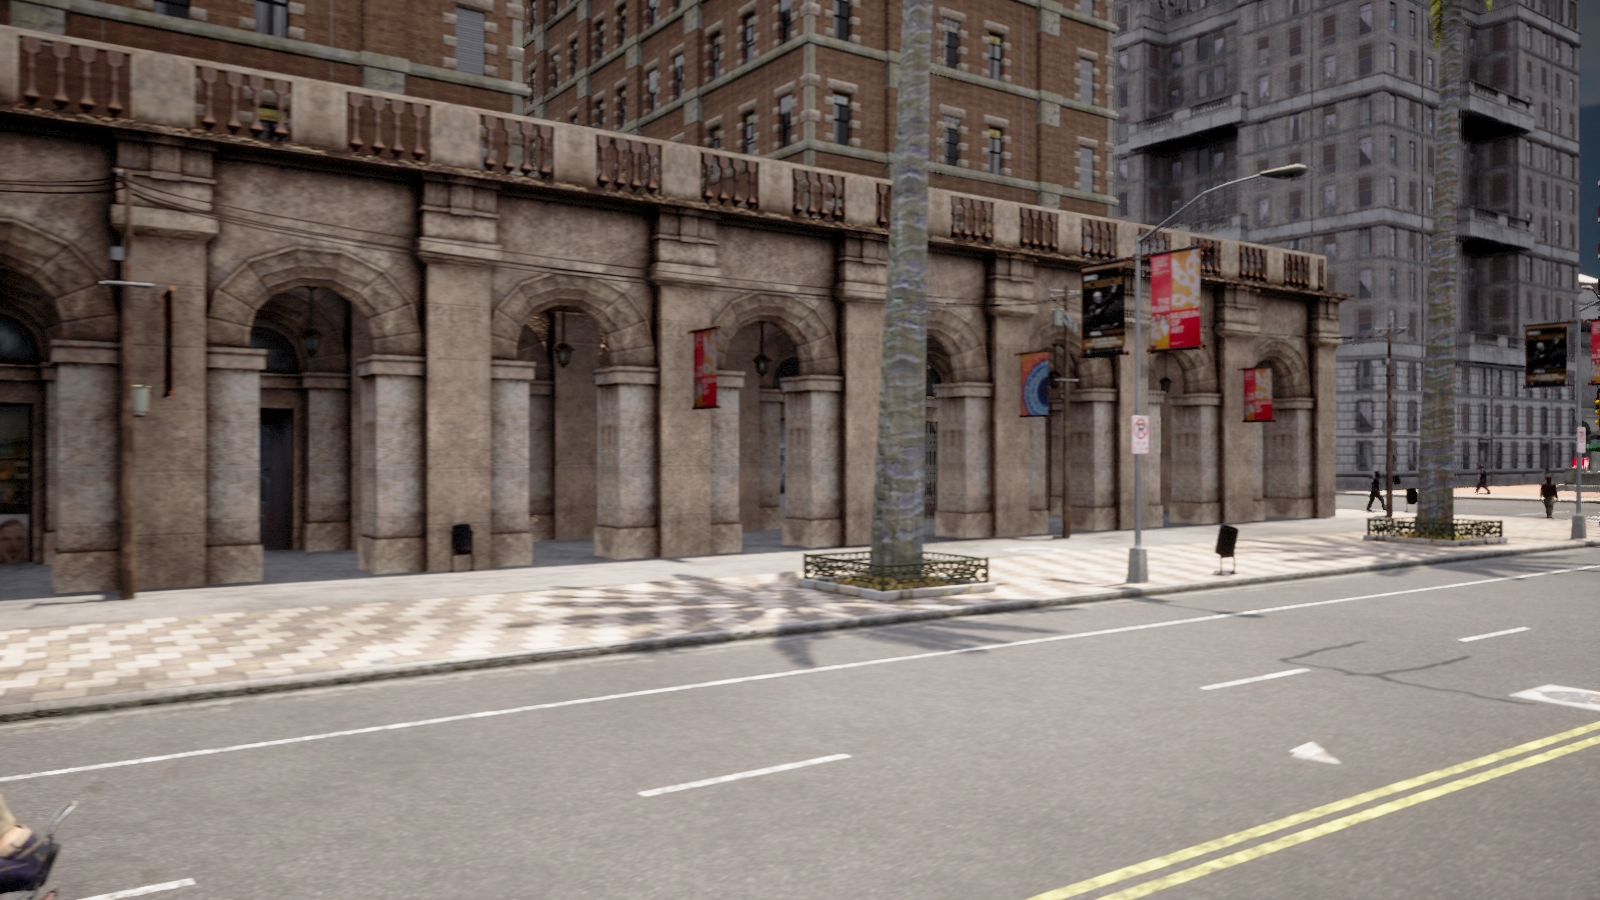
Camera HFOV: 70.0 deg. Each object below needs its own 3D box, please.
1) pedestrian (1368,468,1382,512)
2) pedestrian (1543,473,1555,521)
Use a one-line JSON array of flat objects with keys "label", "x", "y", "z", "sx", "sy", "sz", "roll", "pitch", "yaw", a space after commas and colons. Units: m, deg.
[{"label": "pedestrian", "x": 24.371, "y": 1.696, "z": 48.403, "sx": 0.375, "sy": 1.860, "sz": 0.375, "roll": 0, "pitch": 0, "yaw": -32}, {"label": "pedestrian", "x": 29.685, "y": 1.849, "z": 45.272, "sx": 0.375, "sy": 1.860, "sz": 0.375, "roll": 0, "pitch": 0, "yaw": 32}]
